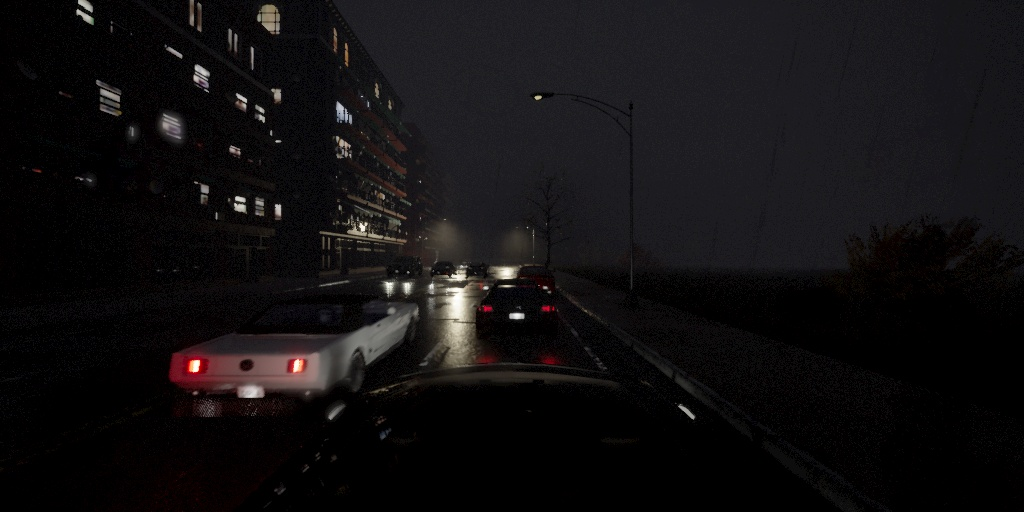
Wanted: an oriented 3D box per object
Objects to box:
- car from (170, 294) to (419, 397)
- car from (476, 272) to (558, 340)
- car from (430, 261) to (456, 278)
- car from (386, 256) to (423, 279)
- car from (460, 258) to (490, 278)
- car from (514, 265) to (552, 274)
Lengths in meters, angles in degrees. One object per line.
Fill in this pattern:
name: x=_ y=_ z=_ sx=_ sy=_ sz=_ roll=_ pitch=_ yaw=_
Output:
car: x=-3.150 y=1.351 z=6.558 sx=1.895 sy=1.301 sz=4.718 roll=0 pitch=0 yaw=0
car: x=0.105 y=1.315 z=10.024 sx=1.994 sy=1.385 sz=4.181 roll=0 pitch=0 yaw=0
car: x=-6.585 y=1.256 z=34.637 sx=1.837 sy=1.490 sz=4.892 roll=0 pitch=0 yaw=0
car: x=-9.835 y=0.973 z=33.390 sx=2.150 sy=2.045 sz=5.566 roll=0 pitch=0 yaw=0
car: x=-3.135 y=1.244 z=33.142 sx=2.128 sy=1.511 sz=4.902 roll=0 pitch=0 yaw=0
car: x=1.145 y=1.230 z=18.944 sx=1.882 sy=1.535 sz=5.008 roll=0 pitch=0 yaw=0
